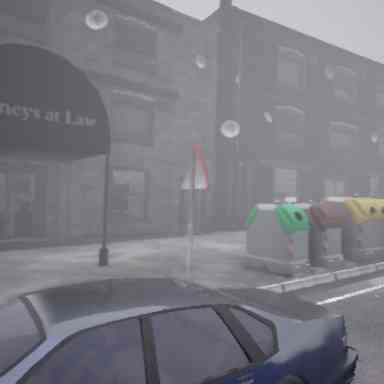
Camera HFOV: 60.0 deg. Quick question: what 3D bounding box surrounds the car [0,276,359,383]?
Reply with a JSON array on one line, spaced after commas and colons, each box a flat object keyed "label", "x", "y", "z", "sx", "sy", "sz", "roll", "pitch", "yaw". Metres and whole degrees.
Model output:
[{"label": "car", "x": -0.797, "y": 1.539, "z": 2.765, "sx": 5.357, "sy": 1.411, "sz": 2.033, "roll": 1, "pitch": -2, "yaw": -34}]
